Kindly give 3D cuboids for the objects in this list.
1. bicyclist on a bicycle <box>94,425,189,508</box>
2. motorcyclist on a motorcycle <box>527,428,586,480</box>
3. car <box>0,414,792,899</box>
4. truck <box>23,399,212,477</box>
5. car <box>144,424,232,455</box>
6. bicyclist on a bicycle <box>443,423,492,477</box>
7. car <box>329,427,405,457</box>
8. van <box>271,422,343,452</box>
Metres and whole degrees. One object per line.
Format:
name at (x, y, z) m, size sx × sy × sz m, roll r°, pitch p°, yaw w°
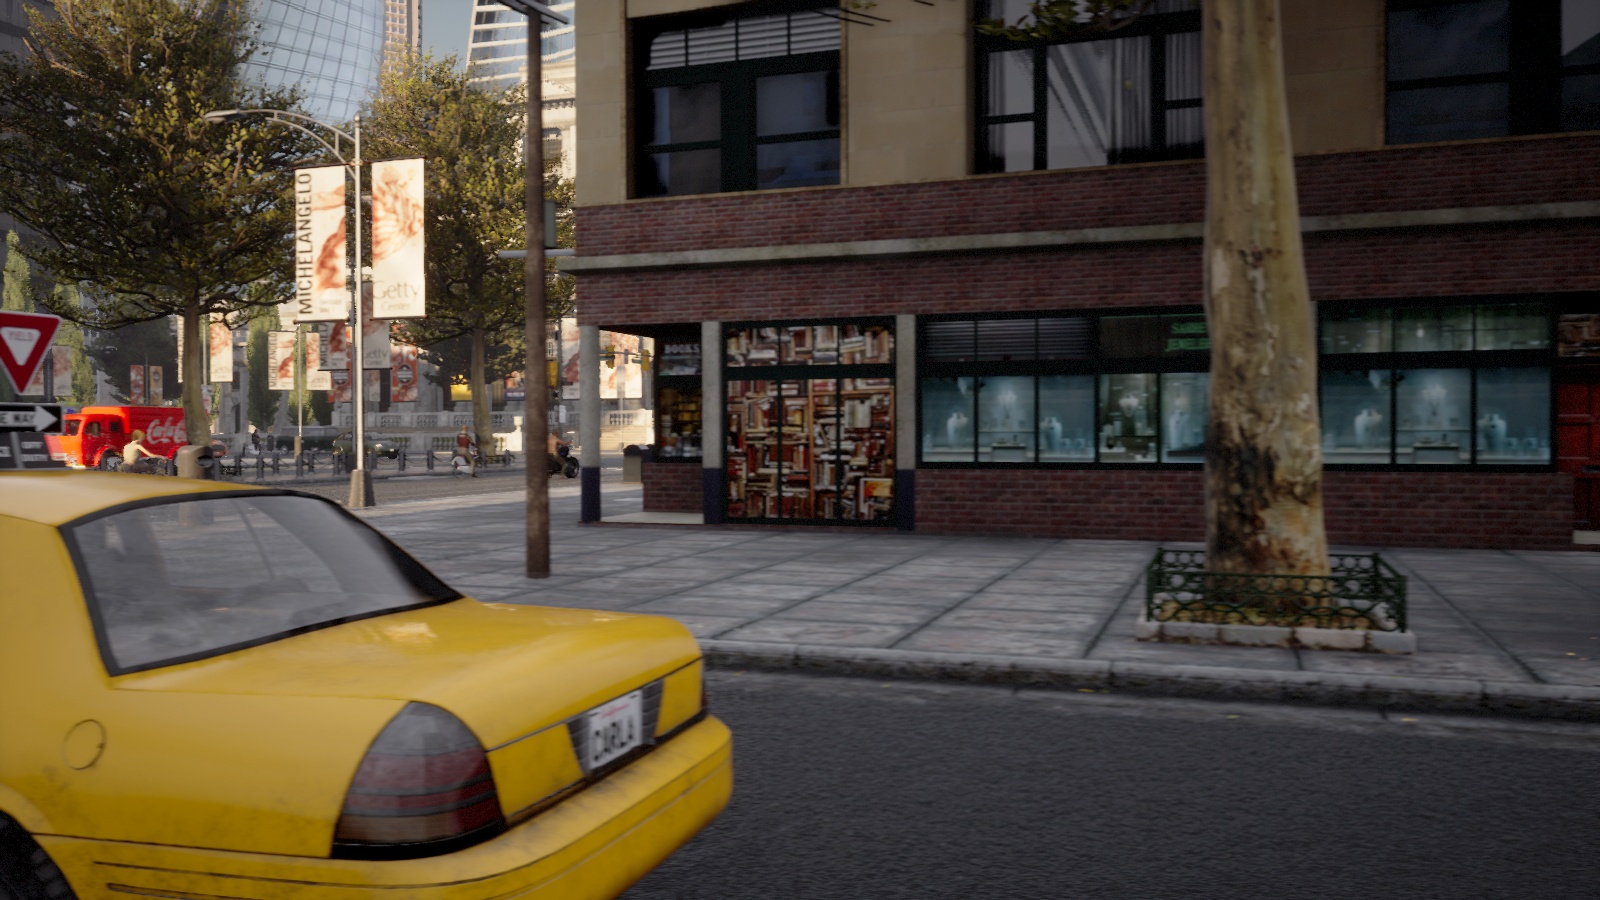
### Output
bicyclist on a bicycle at (-13.307, 0.312, 25.412) m, size 0.866 × 1.612 × 1.509 m, roll 1°, pitch 1°, yaw 20°
motorcyclist on a motorcycle at (-7.881, 0.100, 40.796) m, size 0.766 × 1.649 × 2.350 m, roll 1°, pitch 1°, yaw 20°
car at (-2.857, 0.688, 4.153) m, size 5.366 × 1.575 × 1.801 m, roll 0°, pitch 1°, yaw 19°
truck at (-23.074, -0.420, 42.739) m, size 2.627 × 2.467 × 5.204 m, roll 1°, pitch 1°, yaw 20°
car at (-36.439, -0.630, 74.752) m, size 4.553 × 1.767 × 2.097 m, roll 0°, pitch 1°, yaw 19°
bicyclist on a bicycle at (-11.149, -0.012, 42.116) m, size 0.659 × 1.776 × 1.843 m, roll 1°, pitch 1°, yaw 20°
car at (-24.074, -0.470, 69.774) m, size 3.988 × 1.617 × 1.851 m, roll 1°, pitch 1°, yaw 30°
van at (-33.305, -0.886, 84.780) m, size 4.442 × 1.987 × 1.775 m, roll 1°, pitch 1°, yaw 20°
